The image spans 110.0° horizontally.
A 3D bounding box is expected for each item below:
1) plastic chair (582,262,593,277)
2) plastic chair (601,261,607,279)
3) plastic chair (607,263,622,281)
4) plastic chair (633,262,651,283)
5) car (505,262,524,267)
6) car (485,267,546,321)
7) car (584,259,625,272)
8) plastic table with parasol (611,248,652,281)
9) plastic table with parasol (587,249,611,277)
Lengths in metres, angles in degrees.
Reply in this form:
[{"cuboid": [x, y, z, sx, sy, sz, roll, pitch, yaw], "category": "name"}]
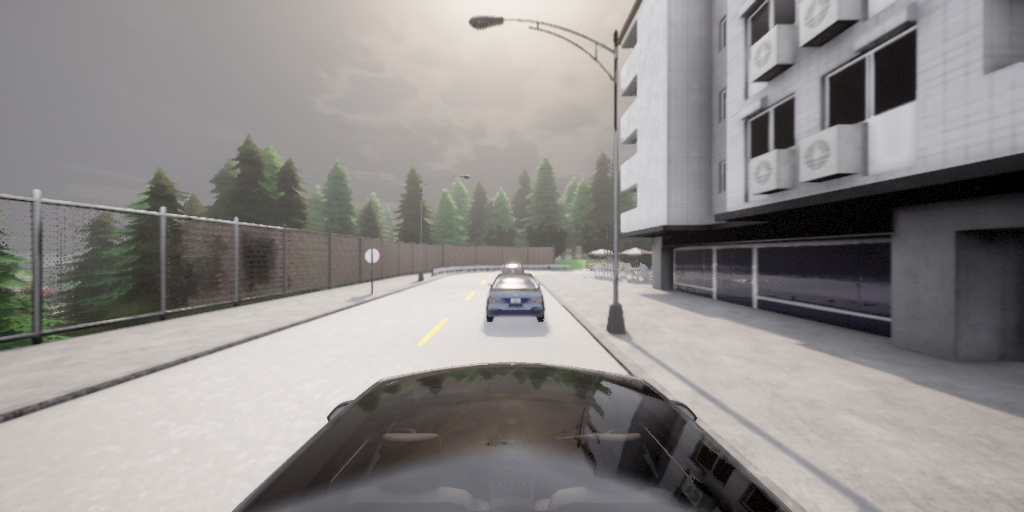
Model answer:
[{"cuboid": [6.506, 1.194, 31.395, 0.730, 1.272, 0.750, 0, 0, 10], "category": "plastic chair"}, {"cuboid": [7.997, 1.221, 29.776, 0.750, 1.272, 0.730, 0, 0, 10], "category": "plastic chair"}, {"cuboid": [7.759, 1.226, 27.066, 0.730, 1.272, 0.750, 0, 0, 10], "category": "plastic chair"}, {"cuboid": [9.250, 1.230, 25.447, 0.750, 1.272, 0.730, 0, 0, 10], "category": "plastic chair"}, {"cuboid": [0.208, 1.236, 30.833, 2.033, 1.411, 5.357, 0, 0, 3], "category": "car"}, {"cuboid": [0.099, 1.275, 12.383, 2.033, 1.411, 5.357, 0, 0, 0], "category": "car"}, {"cuboid": [11.513, 1.138, 44.608, 5.008, 1.535, 1.882, 0, 0, 0], "category": "car"}, {"cuboid": [9.238, 0.623, 26.877, 2.482, 2.480, 2.482, 0, 0, 0], "category": "plastic table with parasol"}, {"cuboid": [7.776, 0.614, 31.186, 2.482, 2.480, 2.482, 0, 0, 0], "category": "plastic table with parasol"}]
